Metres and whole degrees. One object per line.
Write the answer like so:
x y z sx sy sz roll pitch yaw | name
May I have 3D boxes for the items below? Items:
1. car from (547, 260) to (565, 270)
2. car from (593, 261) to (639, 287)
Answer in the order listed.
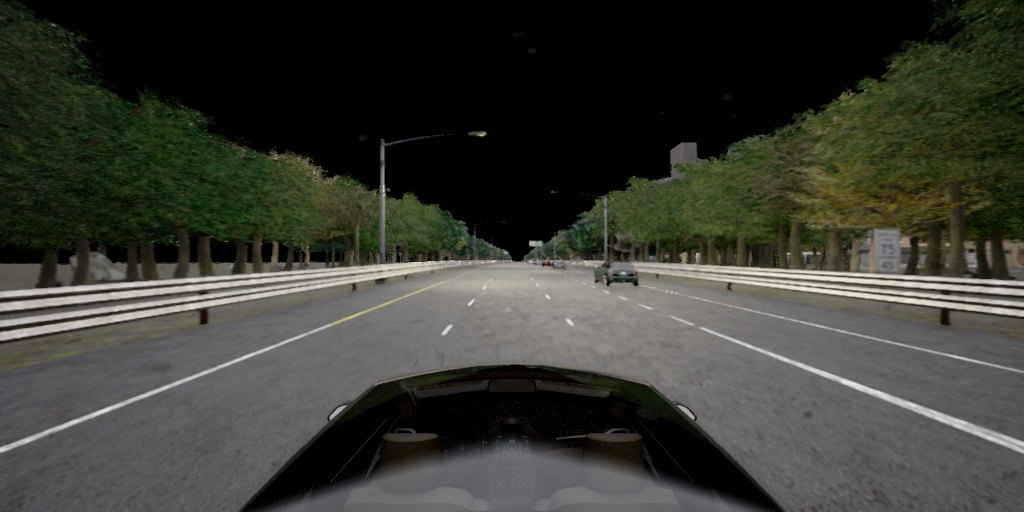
7.090 1.363 55.418 2.128 1.511 4.902 0 0 0 | car
7.003 1.102 24.656 2.097 1.767 4.553 0 0 0 | car
